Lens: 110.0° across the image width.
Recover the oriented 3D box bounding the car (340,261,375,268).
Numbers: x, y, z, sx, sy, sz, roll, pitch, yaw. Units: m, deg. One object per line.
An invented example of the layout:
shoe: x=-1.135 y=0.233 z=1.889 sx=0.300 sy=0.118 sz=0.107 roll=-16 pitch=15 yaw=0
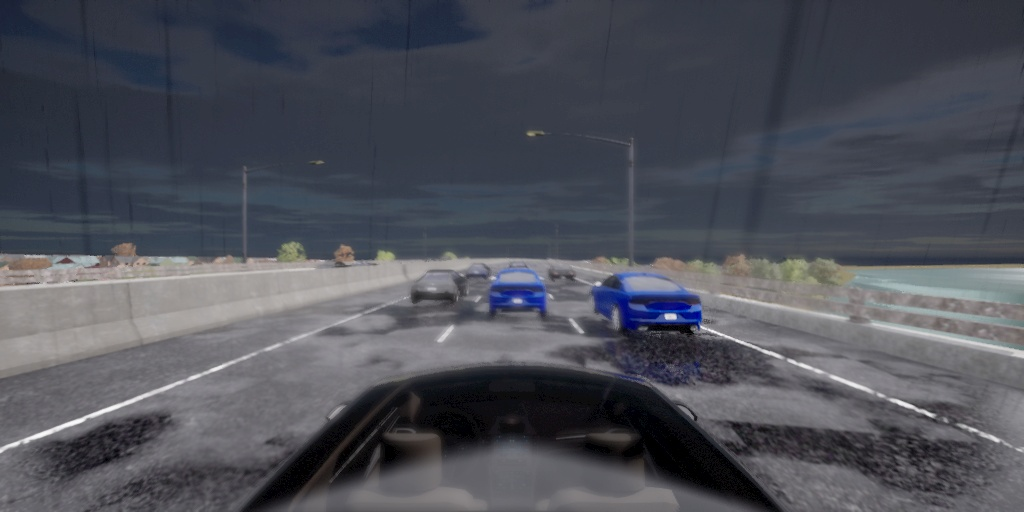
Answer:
car: x=-16.859 y=1.286 z=40.453 sx=2.128 sy=1.511 sz=4.902 roll=0 pitch=0 yaw=2

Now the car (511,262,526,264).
car: x=0.581 y=1.272 z=31.304 sx=2.128 sy=1.511 sz=4.902 roll=0 pitch=0 yaw=1

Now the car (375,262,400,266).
car: x=-13.355 y=1.358 z=40.506 sx=1.994 sy=1.385 sz=4.181 roll=0 pitch=0 yaw=2

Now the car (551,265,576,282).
car: x=4.040 y=1.380 z=29.662 sx=1.895 sy=1.301 sz=4.718 roll=0 pitch=0 yaw=1

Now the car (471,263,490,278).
car: x=-2.903 y=1.345 z=31.956 sx=1.994 sy=1.385 sz=4.181 roll=0 pitch=0 yaw=1

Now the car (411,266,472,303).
car: x=-3.223 y=1.319 z=16.607 sx=1.994 sy=1.385 sz=4.181 roll=0 pitch=0 yaw=1

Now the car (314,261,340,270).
car: x=-20.358 y=1.298 z=40.557 sx=1.837 sy=1.490 sz=4.892 roll=0 pitch=-1 yaw=2

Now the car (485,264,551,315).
car: x=0.225 y=1.231 z=13.513 sx=1.882 sy=1.535 sz=5.008 roll=0 pitch=0 yaw=1

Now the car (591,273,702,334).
car: x=3.676 y=1.230 z=10.688 sx=1.882 sy=1.535 sz=5.008 roll=0 pitch=0 yaw=1
